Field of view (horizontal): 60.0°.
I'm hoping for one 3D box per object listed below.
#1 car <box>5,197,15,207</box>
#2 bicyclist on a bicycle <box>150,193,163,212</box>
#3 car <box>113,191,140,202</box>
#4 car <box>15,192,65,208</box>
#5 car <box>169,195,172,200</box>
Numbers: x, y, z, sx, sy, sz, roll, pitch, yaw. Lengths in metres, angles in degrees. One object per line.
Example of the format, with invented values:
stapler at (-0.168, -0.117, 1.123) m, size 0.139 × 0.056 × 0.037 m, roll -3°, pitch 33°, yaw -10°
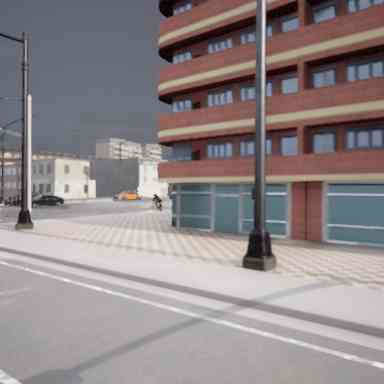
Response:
car at (-20.130, 0.867, 40.368) m, size 2.097 × 1.767 × 4.553 m, roll 0°, pitch 1°, yaw 37°
bicyclist on a bicycle at (-3.184, 0.945, 29.663) m, size 1.656 × 1.620 × 0.582 m, roll 0°, pitch 1°, yaw 37°
car at (-10.480, 0.597, 53.317) m, size 2.097 × 1.767 × 4.553 m, roll 1°, pitch 1°, yaw 37°
car at (-17.206, 1.041, 38.441) m, size 1.837 × 1.490 × 4.892 m, roll 0°, pitch 1°, yaw 37°
car at (-2.034, 0.707, 58.751) m, size 1.895 × 1.301 × 4.718 m, roll 1°, pitch 1°, yaw 37°
